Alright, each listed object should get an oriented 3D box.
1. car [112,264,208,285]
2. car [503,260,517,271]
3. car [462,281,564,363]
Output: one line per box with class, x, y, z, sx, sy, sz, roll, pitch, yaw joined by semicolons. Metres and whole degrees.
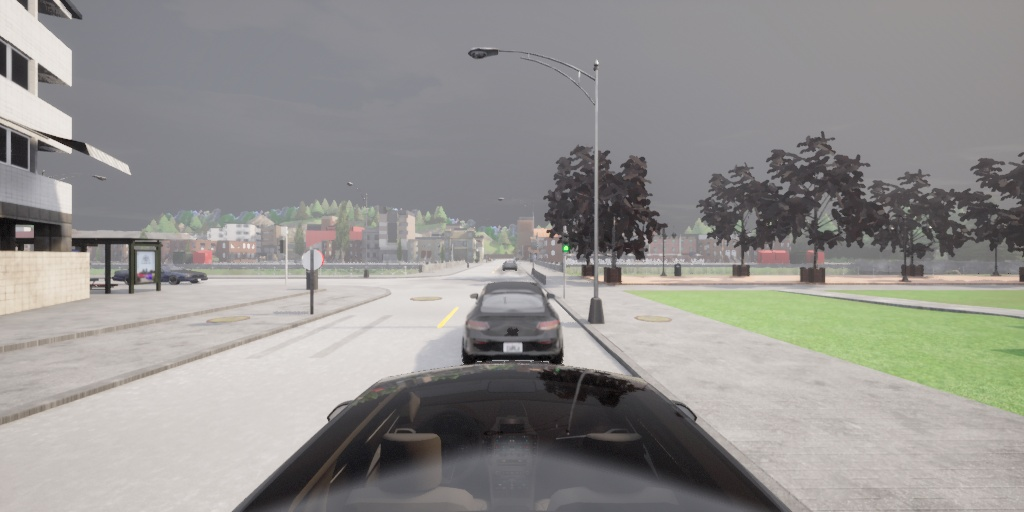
car;-24.727;1.296;25.269;5.357;1.411;2.033;0;0;0
car;-0.303;1.310;50.554;1.994;1.385;4.181;0;0;-1
car;0.011;1.275;7.972;1.812;1.442;4.674;0;0;0
